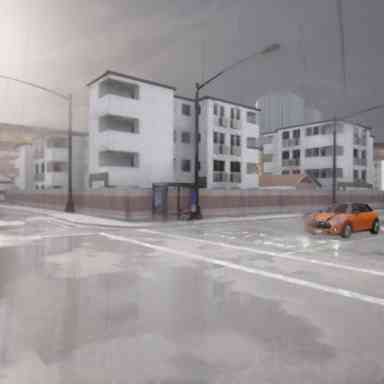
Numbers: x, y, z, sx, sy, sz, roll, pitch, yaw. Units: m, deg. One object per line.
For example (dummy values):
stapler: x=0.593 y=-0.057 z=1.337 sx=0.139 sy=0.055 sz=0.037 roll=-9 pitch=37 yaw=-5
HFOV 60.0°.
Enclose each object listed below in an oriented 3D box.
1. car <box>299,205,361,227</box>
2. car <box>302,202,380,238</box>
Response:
car: x=9.847 y=1.619 z=23.505 sx=4.718 sy=1.301 sz=1.895 roll=0 pitch=0 yaw=-37
car: x=8.031 y=1.361 z=17.736 sx=4.553 sy=1.767 sz=2.097 roll=0 pitch=0 yaw=-37
